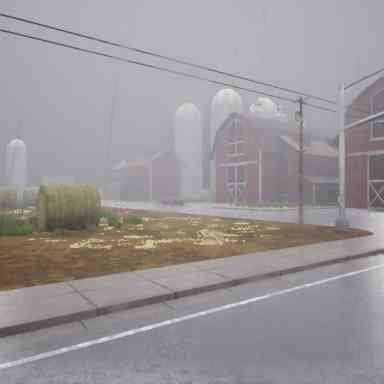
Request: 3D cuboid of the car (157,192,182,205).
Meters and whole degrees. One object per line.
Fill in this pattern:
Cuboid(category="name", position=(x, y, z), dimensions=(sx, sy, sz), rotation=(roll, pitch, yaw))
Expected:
Cuboid(category="car", position=(-3.919, 1.118, 57.685), dimensions=(3.866, 1.878, 1.905), rotation=(-2, 5, 11))

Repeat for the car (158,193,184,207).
Cuboid(category="car", position=(-3.243, 1.275, 49.927), dimensions=(2.097, 1.767, 4.553), rotation=(-1, 1, -36))
